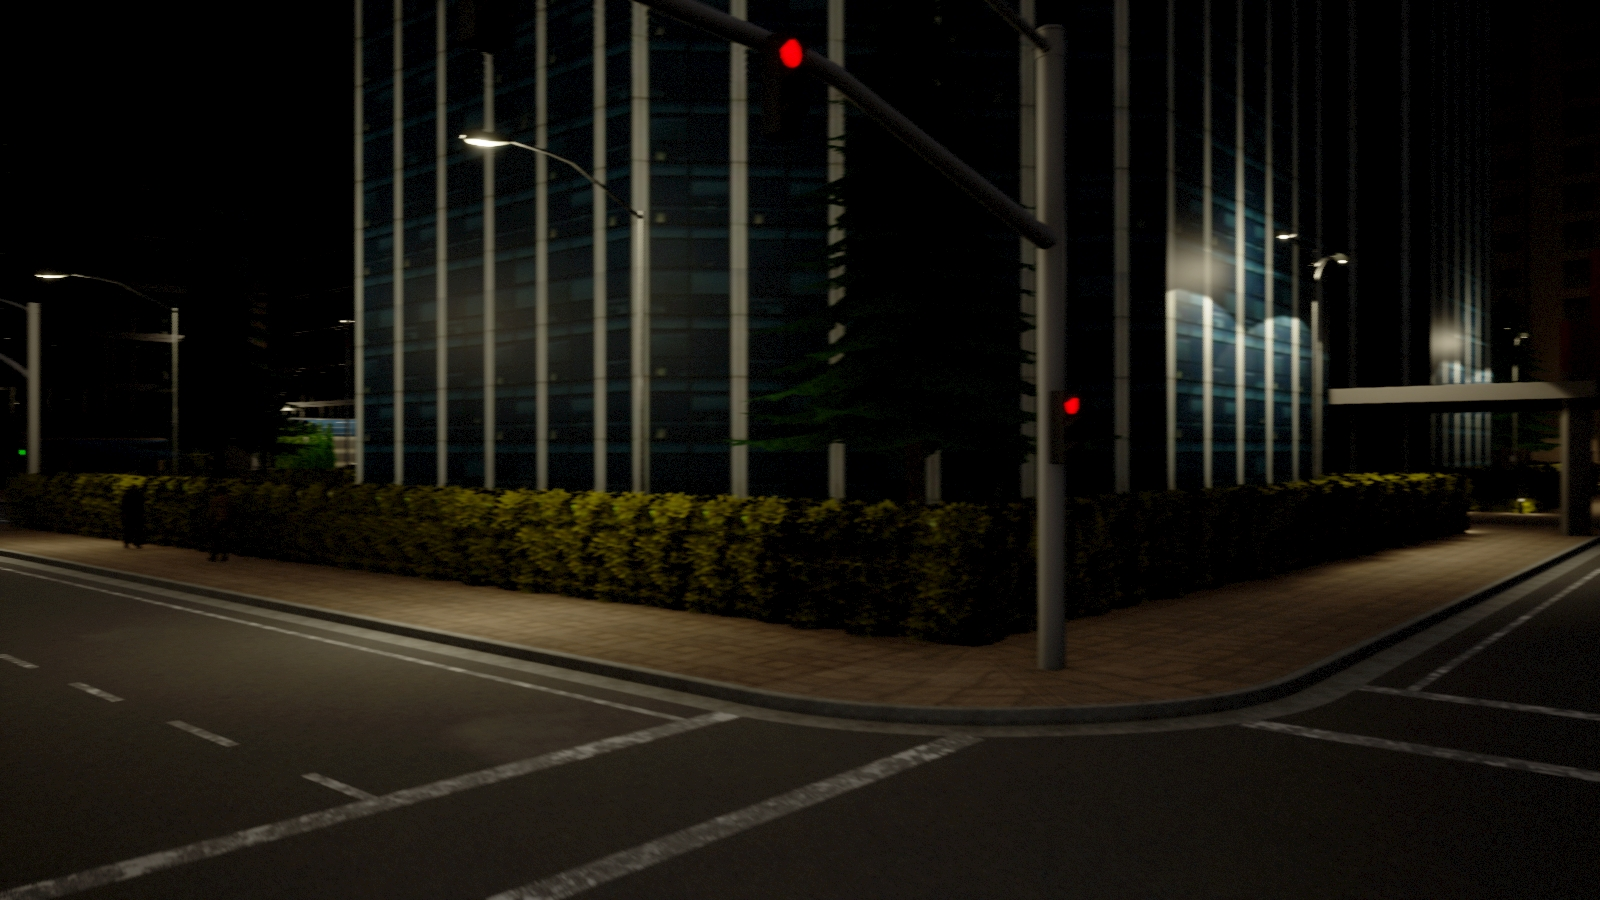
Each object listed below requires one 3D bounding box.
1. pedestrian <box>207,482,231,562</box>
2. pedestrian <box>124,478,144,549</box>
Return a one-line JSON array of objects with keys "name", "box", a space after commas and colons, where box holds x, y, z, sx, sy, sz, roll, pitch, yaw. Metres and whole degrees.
[{"name": "pedestrian", "box": [-13.702, 1.694, 26.940, 0.375, 1.860, 0.375, 0, 0, 38]}, {"name": "pedestrian", "box": [-17.927, 1.698, 30.749, 0.375, 1.860, 0.375, 0, 0, 41]}]
